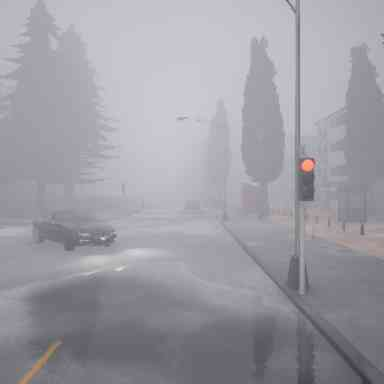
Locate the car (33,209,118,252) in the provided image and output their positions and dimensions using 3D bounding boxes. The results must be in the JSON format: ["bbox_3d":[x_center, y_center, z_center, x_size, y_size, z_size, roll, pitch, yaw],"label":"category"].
[{"bbox_3d":[-5.016,1.507,14.015,4.892,1.490,1.837,-1,-3,44],"label":"car"}]

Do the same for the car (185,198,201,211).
[{"bbox_3d":[0.075,1.477,41.678,1.882,1.535,5.008,0,0,0],"label":"car"}]
